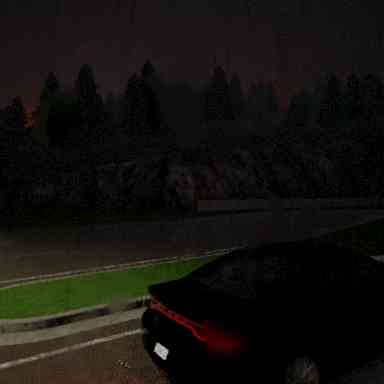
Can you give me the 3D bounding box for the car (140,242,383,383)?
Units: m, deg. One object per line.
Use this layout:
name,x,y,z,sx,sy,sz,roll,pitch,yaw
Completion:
car,1.739,1.479,4.803,5.008,1.535,1.882,0,0,-34
